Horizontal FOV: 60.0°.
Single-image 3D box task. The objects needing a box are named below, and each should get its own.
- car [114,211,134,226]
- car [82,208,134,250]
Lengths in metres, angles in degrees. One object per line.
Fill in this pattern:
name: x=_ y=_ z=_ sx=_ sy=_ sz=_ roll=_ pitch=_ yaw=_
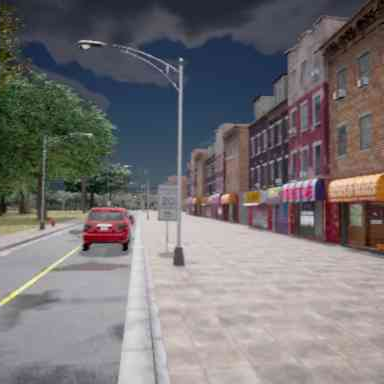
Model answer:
car: x=-7.499 y=2.908 z=36.945 sx=1.994 sy=1.385 sz=4.181 roll=1 pitch=-2 yaw=-9
car: x=-4.379 y=1.847 z=17.642 sx=2.150 sy=2.045 sz=5.566 roll=1 pitch=-2 yaw=-9
